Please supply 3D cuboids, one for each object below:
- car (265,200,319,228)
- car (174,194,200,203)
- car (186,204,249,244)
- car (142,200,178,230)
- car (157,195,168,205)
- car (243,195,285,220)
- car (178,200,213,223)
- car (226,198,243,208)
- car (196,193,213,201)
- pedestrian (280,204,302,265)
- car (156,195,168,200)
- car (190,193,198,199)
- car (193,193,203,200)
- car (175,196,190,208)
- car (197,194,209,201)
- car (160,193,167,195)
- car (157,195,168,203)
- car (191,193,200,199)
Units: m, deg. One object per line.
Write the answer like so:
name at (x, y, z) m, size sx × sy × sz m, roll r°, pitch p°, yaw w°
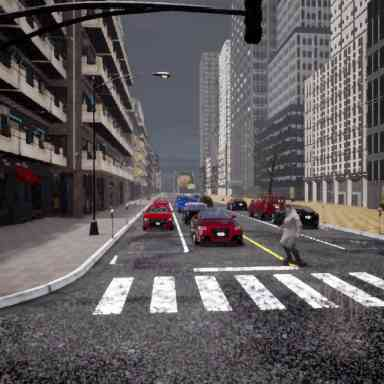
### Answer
car at (6.342, 1.436, 20.689) m, size 1.947 × 1.339 × 4.313 m, roll 0°, pitch 0°, yaw -5°
car at (-0.563, 1.284, 34.229) m, size 1.882 × 1.535 × 5.008 m, roll 0°, pitch 0°, yaw -4°
car at (0.980, 1.476, 15.108) m, size 1.994 × 1.385 × 4.181 m, roll 0°, pitch 0°, yaw -5°
car at (-2.010, 1.433, 20.011) m, size 1.887 × 1.381 × 4.507 m, roll 0°, pitch 0°, yaw -5°
car at (-4.682, 1.239, 52.870) m, size 1.752 × 1.417 × 4.829 m, roll 0°, pitch 0°, yaw -5°
car at (5.896, 1.154, 26.193) m, size 2.192 × 1.841 × 5.009 m, roll 0°, pitch 0°, yaw -5°
car at (0.271, 1.463, 23.859) m, size 1.895 × 1.301 × 4.718 m, roll 0°, pitch 0°, yaw -5°
car at (5.000, 1.346, 37.202) m, size 1.947 × 1.339 × 4.313 m, roll 0°, pitch 0°, yaw -5°
car at (1.728, 1.250, 44.787) m, size 1.837 × 1.490 × 4.892 m, roll 0°, pitch 0°, yaw -4°
pedestrian at (2.967, 1.233, 9.959) m, size 0.375 × 1.860 × 0.375 m, roll 0°, pitch 0°, yaw -5°
car at (-3.353, 1.343, 36.524) m, size 1.887 × 1.381 × 4.507 m, roll 0°, pitch 0°, yaw -5°
car at (0.526, 1.071, 92.250) m, size 2.008 × 1.369 × 4.403 m, roll 0°, pitch 0°, yaw -5°
car at (1.421, 1.008, 81.239) m, size 1.967 × 1.590 × 4.097 m, roll 0°, pitch 0°, yaw -5°
car at (-1.365, 1.256, 44.612) m, size 1.837 × 1.490 × 4.892 m, roll 0°, pitch 0°, yaw -4°
car at (2.315, 1.181, 70.231) m, size 1.947 × 1.339 × 4.313 m, roll 0°, pitch 0°, yaw -5°
car at (-4.234, 1.267, 47.364) m, size 1.752 × 1.417 × 4.829 m, roll 0°, pitch 0°, yaw -5°
car at (-5.143, 1.251, 58.543) m, size 1.947 × 1.339 × 4.313 m, roll 0°, pitch 0°, yaw -5°
car at (0.973, 1.095, 86.745) m, size 2.008 × 1.369 × 4.403 m, roll 0°, pitch 0°, yaw -5°
